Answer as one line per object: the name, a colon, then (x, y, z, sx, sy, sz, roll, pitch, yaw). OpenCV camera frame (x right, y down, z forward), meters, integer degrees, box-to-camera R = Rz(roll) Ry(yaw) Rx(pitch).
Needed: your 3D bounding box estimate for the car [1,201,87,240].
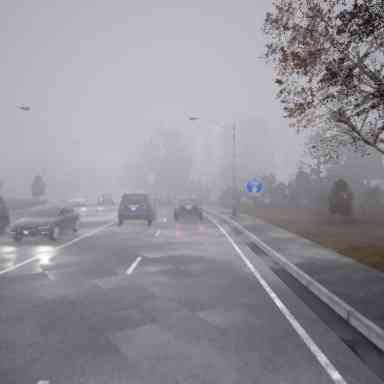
car: (-7.009, 1.418, 16.434, 1.837, 1.490, 4.892, 0, 1, 0)

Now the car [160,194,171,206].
car: (-3.838, 1.027, 43.780, 2.128, 1.511, 4.902, 0, 1, -17)

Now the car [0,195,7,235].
car: (-10.510, 1.148, 15.046, 2.150, 2.045, 5.566, 0, 1, 0)

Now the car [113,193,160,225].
car: (-3.642, 1.056, 22.731, 2.150, 2.045, 5.566, 0, 1, -2)

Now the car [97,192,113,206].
car: (-11.080, 0.847, 43.027, 2.097, 1.767, 4.553, 0, 1, -19)

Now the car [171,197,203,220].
car: (-0.393, 1.137, 26.129, 2.097, 1.767, 4.553, 0, 1, -4)

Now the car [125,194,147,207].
car: (-7.275, 1.015, 43.067, 2.128, 1.511, 4.902, 0, 1, -18)

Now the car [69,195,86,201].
car: (-13.820, 1.045, 40.272, 1.812, 1.442, 4.674, 0, 1, -18)
